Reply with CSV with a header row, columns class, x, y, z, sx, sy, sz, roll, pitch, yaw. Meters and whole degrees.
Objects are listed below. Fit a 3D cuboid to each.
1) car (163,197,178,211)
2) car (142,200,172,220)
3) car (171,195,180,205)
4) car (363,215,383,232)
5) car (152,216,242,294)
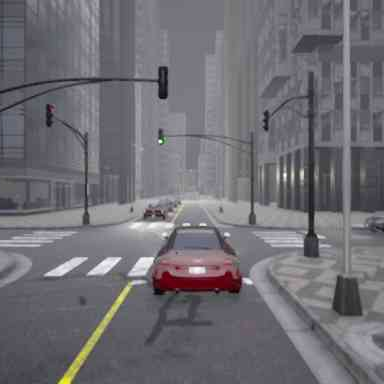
class,x,y,z,sx,sy,sz,roll,pitch,yaw
car,-3.089,1.572,38.483,2.033,1.411,5.357,0,0,0
car,-3.093,1.617,28.831,1.895,1.301,4.718,0,0,0
car,-3.064,1.560,48.249,1.812,1.442,4.674,0,0,0
car,11.744,1.537,17.874,4.674,1.442,1.812,0,0,1
car,0.105,1.566,8.788,1.994,1.385,4.181,0,0,0
